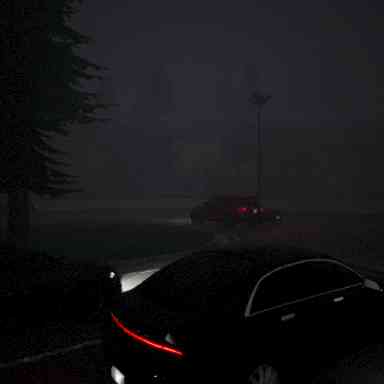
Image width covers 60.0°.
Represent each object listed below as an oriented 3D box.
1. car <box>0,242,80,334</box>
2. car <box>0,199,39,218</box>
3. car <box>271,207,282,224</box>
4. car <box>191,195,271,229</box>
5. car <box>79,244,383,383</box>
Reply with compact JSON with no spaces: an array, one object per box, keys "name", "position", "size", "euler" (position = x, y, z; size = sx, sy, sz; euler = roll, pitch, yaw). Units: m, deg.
[{"name":"car","position":[-3.348,1.564,5.677],"size":[4.181,1.385,1.994],"euler":[0,0,-37]},{"name":"car","position":[-15.857,1.352,28.778],"size":[4.553,1.767,2.097],"euler":[0,0,-33]},{"name":"car","position":[4.385,1.526,24.296],"size":[1.812,1.442,4.674],"euler":[1,0,-37]},{"name":"car","position":[2.164,1.221,21.759],"size":[2.150,2.045,5.566],"euler":[1,-1,-34]},{"name":"car","position":[1.204,1.506,4.685],"size":[4.892,1.490,1.837],"euler":[-1,1,-38]}]
